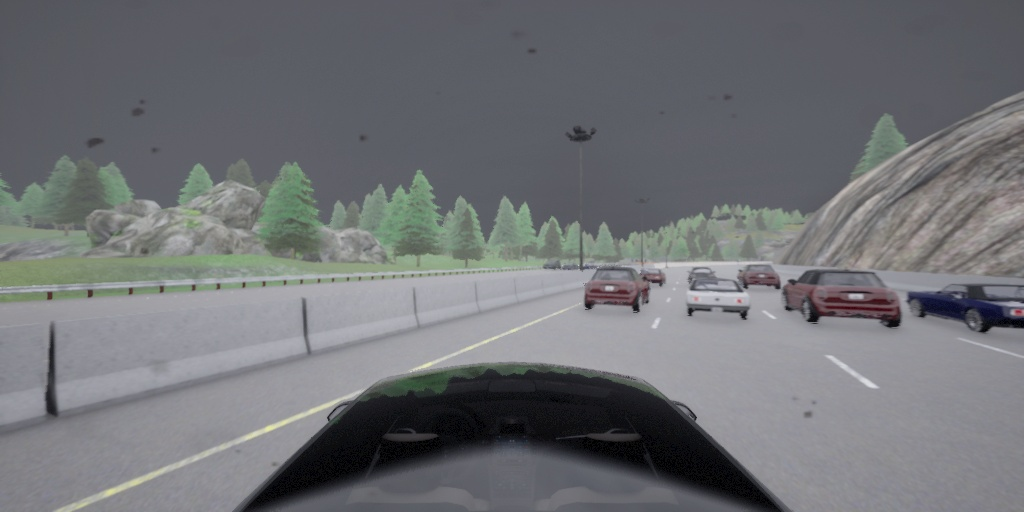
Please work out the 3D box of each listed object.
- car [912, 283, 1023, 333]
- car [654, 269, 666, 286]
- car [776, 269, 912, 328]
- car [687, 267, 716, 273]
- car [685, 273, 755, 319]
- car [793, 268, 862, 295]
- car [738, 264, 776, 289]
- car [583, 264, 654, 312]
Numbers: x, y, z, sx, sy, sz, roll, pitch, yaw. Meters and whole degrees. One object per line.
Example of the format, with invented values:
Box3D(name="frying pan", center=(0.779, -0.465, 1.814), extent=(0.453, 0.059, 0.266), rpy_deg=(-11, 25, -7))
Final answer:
Box3D(name="car", center=(13.944, 1.440, 10.546), extent=(1.895, 1.301, 4.718), rpy_deg=(0, -1, 27))
Box3D(name="car", center=(11.173, 1.655, 28.638), extent=(1.895, 1.301, 4.718), rpy_deg=(0, -1, 27))
Box3D(name="car", center=(10.884, 1.213, 12.250), extent=(2.097, 1.767, 4.553), rpy_deg=(0, -1, 27))
Box3D(name="car", center=(14.609, 1.564, 27.676), extent=(1.812, 1.442, 4.674), rpy_deg=(0, -1, 27))
Box3D(name="car", center=(7.665, 1.483, 13.642), extent=(1.895, 1.301, 4.718), rpy_deg=(0, -1, 27))
Box3D(name="car", center=(20.268, 1.530, 23.357), extent=(2.033, 1.411, 5.357), rpy_deg=(0, -1, 26))
Box3D(name="car", center=(17.531, 1.363, 25.699), extent=(2.097, 1.767, 4.553), rpy_deg=(0, -1, 27))
Box3D(name="car", center=(4.609, 1.256, 15.352), extent=(2.097, 1.767, 4.553), rpy_deg=(0, -1, 27))
